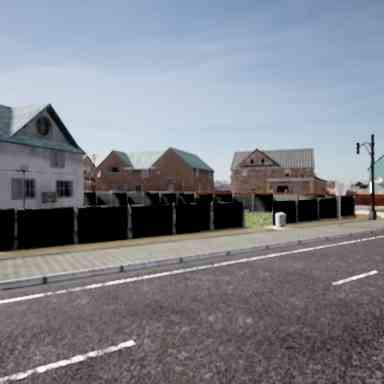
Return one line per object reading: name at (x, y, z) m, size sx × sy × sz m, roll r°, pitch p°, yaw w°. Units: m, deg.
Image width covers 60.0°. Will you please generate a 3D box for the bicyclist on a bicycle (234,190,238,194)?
bicyclist on a bicycle at (5.255, 0.629, 39.625) m, size 0.582 × 1.620 × 1.656 m, roll 1°, pitch 1°, yaw 19°
